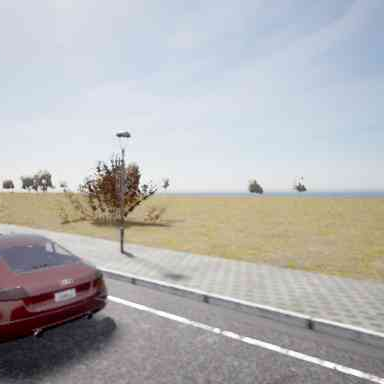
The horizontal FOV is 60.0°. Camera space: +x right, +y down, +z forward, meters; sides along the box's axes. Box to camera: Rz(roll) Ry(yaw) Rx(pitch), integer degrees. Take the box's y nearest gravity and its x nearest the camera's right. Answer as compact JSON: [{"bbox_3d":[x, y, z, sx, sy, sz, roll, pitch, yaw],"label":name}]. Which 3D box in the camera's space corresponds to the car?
[{"bbox_3d":[-3.484,1.451,6.079,4.181,1.385,1.994,1,1,36],"label":"car"}]
